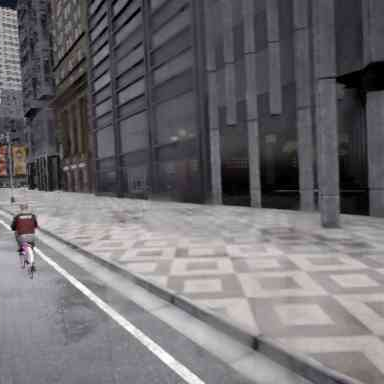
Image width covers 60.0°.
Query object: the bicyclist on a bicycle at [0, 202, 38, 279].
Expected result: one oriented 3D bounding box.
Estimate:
[{"bbox_3d":[-4.080,1.130,8.105,0.659,1.776,1.843,-4,3,-35],"label":"bicyclist on a bicycle"}]
